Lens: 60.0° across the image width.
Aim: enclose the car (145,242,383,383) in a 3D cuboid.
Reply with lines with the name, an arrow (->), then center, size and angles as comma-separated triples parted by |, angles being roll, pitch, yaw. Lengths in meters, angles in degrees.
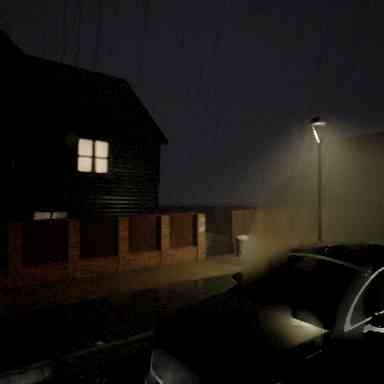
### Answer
car -> 1.789, 1.485, 4.216 | 4.892, 1.490, 1.837 | 0, 0, -34
